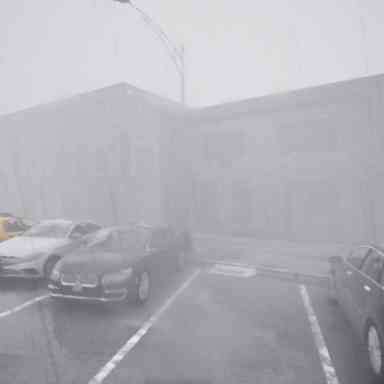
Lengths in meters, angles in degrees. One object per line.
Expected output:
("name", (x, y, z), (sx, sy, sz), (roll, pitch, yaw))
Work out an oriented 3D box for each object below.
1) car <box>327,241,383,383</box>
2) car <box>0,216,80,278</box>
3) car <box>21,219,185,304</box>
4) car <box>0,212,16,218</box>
("car", (3.387, 1.502, 5.145), (2.231, 1.521, 4.892), (0, -1, 13))
("car", (-3.957, 1.540, 9.986), (2.002, 1.452, 4.674), (1, -1, 13))
("car", (-1.504, 1.501, 8.377), (2.231, 1.521, 4.892), (1, -1, 13))
("car", (-6.372, 1.499, 11.780), (1.946, 1.575, 5.366), (0, -1, 13))
